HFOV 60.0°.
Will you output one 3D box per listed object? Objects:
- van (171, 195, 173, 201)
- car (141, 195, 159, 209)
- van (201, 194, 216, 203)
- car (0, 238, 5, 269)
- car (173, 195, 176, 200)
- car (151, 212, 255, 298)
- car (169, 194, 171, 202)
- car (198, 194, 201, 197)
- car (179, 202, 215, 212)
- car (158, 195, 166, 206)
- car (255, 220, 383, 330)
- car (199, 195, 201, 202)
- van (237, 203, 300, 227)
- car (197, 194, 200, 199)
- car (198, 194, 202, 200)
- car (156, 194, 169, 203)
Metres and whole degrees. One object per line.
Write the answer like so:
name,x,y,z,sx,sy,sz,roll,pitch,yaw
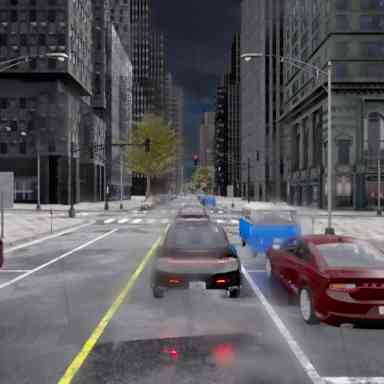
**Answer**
van,-5.912,1.385,76.781,1.690,1.788,3.998,0,0,0
car,-5.855,1.539,44.875,1.752,1.417,4.829,0,0,0
van,2.666,1.358,50.460,1.690,1.788,3.998,0,0,0
car,-5.790,1.544,6.952,1.887,1.381,4.507,0,0,0
car,-5.933,1.624,87.358,1.947,1.339,4.313,0,0,0
car,0.084,1.491,8.486,2.128,1.511,4.902,0,0,0
car,-5.891,1.582,66.203,2.008,1.369,4.403,0,0,0
car,2.633,1.614,66.700,1.802,1.307,4.206,0,0,0
car,0.050,1.492,17.872,2.128,1.511,4.902,0,0,1
car,-5.870,1.566,55.625,1.887,1.381,4.507,0,0,0
car,2.765,1.544,6.950,1.887,1.381,4.507,0,0,0
car,2.654,1.587,55.873,1.947,1.339,4.313,0,0,0
van,2.755,1.341,12.475,1.690,1.788,3.998,0,0,0
car,2.622,1.589,72.112,2.008,1.369,4.403,0,0,0
car,2.644,1.571,61.286,1.887,1.381,4.507,0,0,0
car,-5.880,1.341,60.914,2.192,1.841,5.009,0,0,0
